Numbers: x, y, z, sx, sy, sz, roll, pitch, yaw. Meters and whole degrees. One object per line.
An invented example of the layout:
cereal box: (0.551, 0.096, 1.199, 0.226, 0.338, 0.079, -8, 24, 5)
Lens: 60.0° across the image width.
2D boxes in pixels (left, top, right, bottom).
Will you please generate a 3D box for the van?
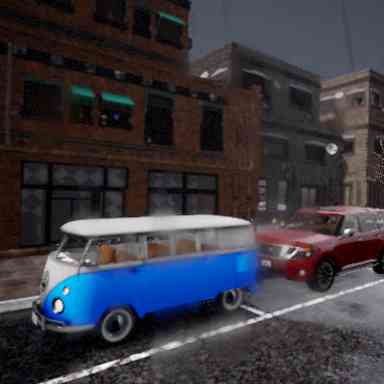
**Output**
van: (-0.594, 1.359, 6.115, 3.998, 1.788, 1.690, 0, 1, -36)

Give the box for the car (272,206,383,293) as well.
car: (3.807, 1.364, 9.256, 5.009, 1.841, 2.192, 0, 1, -36)
